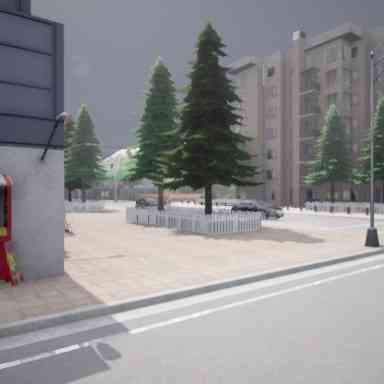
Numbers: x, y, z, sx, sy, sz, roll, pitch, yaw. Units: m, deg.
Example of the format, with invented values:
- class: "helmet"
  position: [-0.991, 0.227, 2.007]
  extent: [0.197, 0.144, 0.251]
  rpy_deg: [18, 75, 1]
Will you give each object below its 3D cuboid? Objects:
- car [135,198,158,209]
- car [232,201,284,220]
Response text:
- class: "car"
  position: [-5.733, 1.508, 43.510]
  extent: [1.837, 1.490, 4.892]
  rpy_deg: [0, -1, -35]
- class: "car"
  position: [5.458, 1.492, 27.968]
  extent: [2.128, 1.511, 4.902]
  rpy_deg: [0, 0, -36]
